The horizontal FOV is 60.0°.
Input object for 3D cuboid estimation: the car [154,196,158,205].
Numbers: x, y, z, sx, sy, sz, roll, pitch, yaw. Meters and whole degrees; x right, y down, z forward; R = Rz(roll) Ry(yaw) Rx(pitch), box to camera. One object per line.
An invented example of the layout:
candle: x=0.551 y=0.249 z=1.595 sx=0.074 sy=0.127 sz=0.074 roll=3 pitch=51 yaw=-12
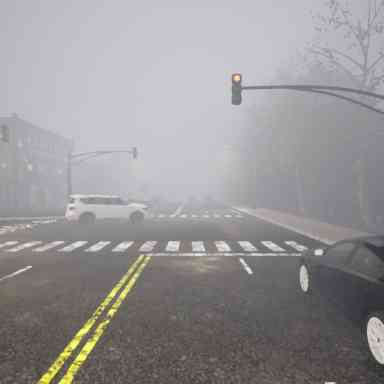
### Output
car: x=-6.573 y=1.484 z=47.085 sx=2.128 sy=1.511 sz=4.902 roll=0 pitch=0 yaw=0

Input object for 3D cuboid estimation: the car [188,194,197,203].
car: x=0.127 y=1.534 z=68.533 sx=2.033 sy=1.411 sz=5.357 roll=0 pitch=0 yaw=0

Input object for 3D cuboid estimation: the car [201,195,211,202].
car: x=3.277 y=1.507 z=79.190 sx=2.128 sy=1.511 sz=4.902 roll=0 pitch=0 yaw=0

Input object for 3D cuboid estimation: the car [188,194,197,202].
car: x=0.029 y=1.337 z=79.134 sx=2.097 sy=1.767 sz=4.553 roll=0 pitch=0 yaw=0

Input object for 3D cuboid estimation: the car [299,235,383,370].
car: x=3.344 y=1.478 z=5.676 sx=1.882 sy=1.535 sz=5.008 roll=0 pitch=0 yaw=1

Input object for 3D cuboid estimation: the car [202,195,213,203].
car: x=3.376 y=1.492 z=68.433 sx=1.837 sy=1.490 sz=4.892 roll=0 pitch=0 yaw=0

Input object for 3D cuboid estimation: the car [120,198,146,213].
car: x=-6.578 y=1.487 z=37.626 sx=2.128 sy=1.511 sz=4.902 roll=0 pitch=0 yaw=0

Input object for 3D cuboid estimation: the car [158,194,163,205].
car: x=-6.562 y=1.467 z=57.318 sx=1.882 sy=1.535 sz=5.008 roll=0 pitch=0 yaw=1

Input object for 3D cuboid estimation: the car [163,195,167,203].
car: x=-6.476 y=1.338 z=69.182 sx=2.097 sy=1.767 sz=4.553 roll=0 pitch=0 yaw=0

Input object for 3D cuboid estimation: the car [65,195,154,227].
car: x=-5.785 y=1.211 z=22.906 sx=5.566 sy=2.045 sz=2.150 roll=0 pitch=1 yaw=-26
